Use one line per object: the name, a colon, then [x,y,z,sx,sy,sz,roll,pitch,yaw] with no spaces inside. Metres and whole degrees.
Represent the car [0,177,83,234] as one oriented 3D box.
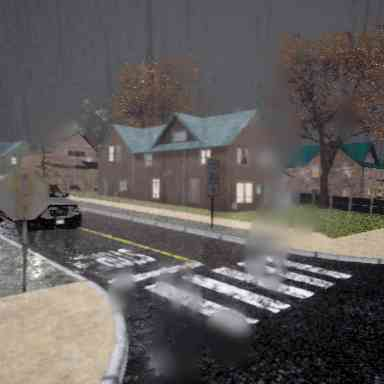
car: [-6.772,0.496,14.207,2.150,2.045,5.566,0,6,-45]
